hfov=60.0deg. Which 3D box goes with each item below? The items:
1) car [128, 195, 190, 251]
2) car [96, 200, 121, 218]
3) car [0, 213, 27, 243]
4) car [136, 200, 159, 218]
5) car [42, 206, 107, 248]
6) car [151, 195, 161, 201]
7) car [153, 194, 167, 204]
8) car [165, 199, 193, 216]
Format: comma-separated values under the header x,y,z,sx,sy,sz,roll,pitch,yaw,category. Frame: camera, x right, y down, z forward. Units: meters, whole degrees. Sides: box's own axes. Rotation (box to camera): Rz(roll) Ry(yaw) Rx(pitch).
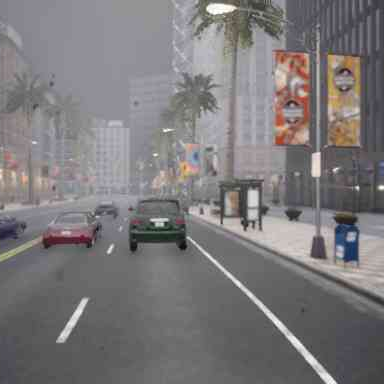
x,y,z,sx,sy,sz,roll,pitch,yaw,category
-1.546,1.212,14.365,2.150,2.045,5.566,0,0,-9,car
-7.528,1.476,29.772,1.837,1.490,4.892,0,1,-9,car
-8.718,1.580,14.053,1.895,1.301,4.718,0,0,-9,car
-4.149,1.537,30.830,1.994,1.385,4.181,0,0,-9,car
-5.160,1.547,14.835,1.994,1.385,4.181,0,0,-9,car
-9.112,1.443,83.463,2.161,1.482,4.786,0,0,-9,car
-5.986,1.303,61.755,2.185,1.767,4.553,0,0,-9,car
-1.402,1.456,32.740,2.231,1.521,4.892,0,0,-9,car
